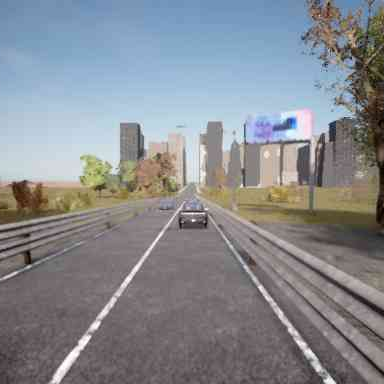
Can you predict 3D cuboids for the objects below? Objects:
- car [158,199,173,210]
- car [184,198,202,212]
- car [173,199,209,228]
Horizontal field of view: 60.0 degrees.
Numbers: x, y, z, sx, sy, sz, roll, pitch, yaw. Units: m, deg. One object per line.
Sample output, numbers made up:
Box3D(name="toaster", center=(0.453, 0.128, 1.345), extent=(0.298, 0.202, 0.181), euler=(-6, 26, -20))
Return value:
Box3D(name="car", center=(-3.299, 1.592, 43.442), extent=(2.033, 1.411, 5.357), euler=(0, 0, 0))
Box3D(name="car", center=(0.054, 1.537, 40.241), extent=(2.033, 1.411, 5.357), euler=(0, 0, 0))
Box3D(name="car", center=(0.076, 1.486, 22.102), extent=(2.128, 1.511, 4.902), euler=(0, 0, 0))
